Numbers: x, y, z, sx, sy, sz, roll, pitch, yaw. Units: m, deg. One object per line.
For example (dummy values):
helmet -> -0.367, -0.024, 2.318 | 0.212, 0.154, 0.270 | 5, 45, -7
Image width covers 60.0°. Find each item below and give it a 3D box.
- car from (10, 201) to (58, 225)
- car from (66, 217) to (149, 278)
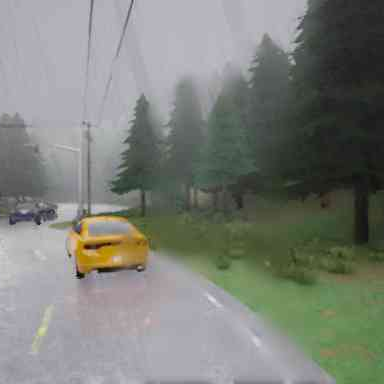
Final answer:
car -> -11.983, 1.459, 25.436 | 2.097, 1.767, 4.553 | 0, 0, -6
car -> -2.846, 1.517, 10.559 | 1.882, 1.535, 5.008 | 0, 0, -24
